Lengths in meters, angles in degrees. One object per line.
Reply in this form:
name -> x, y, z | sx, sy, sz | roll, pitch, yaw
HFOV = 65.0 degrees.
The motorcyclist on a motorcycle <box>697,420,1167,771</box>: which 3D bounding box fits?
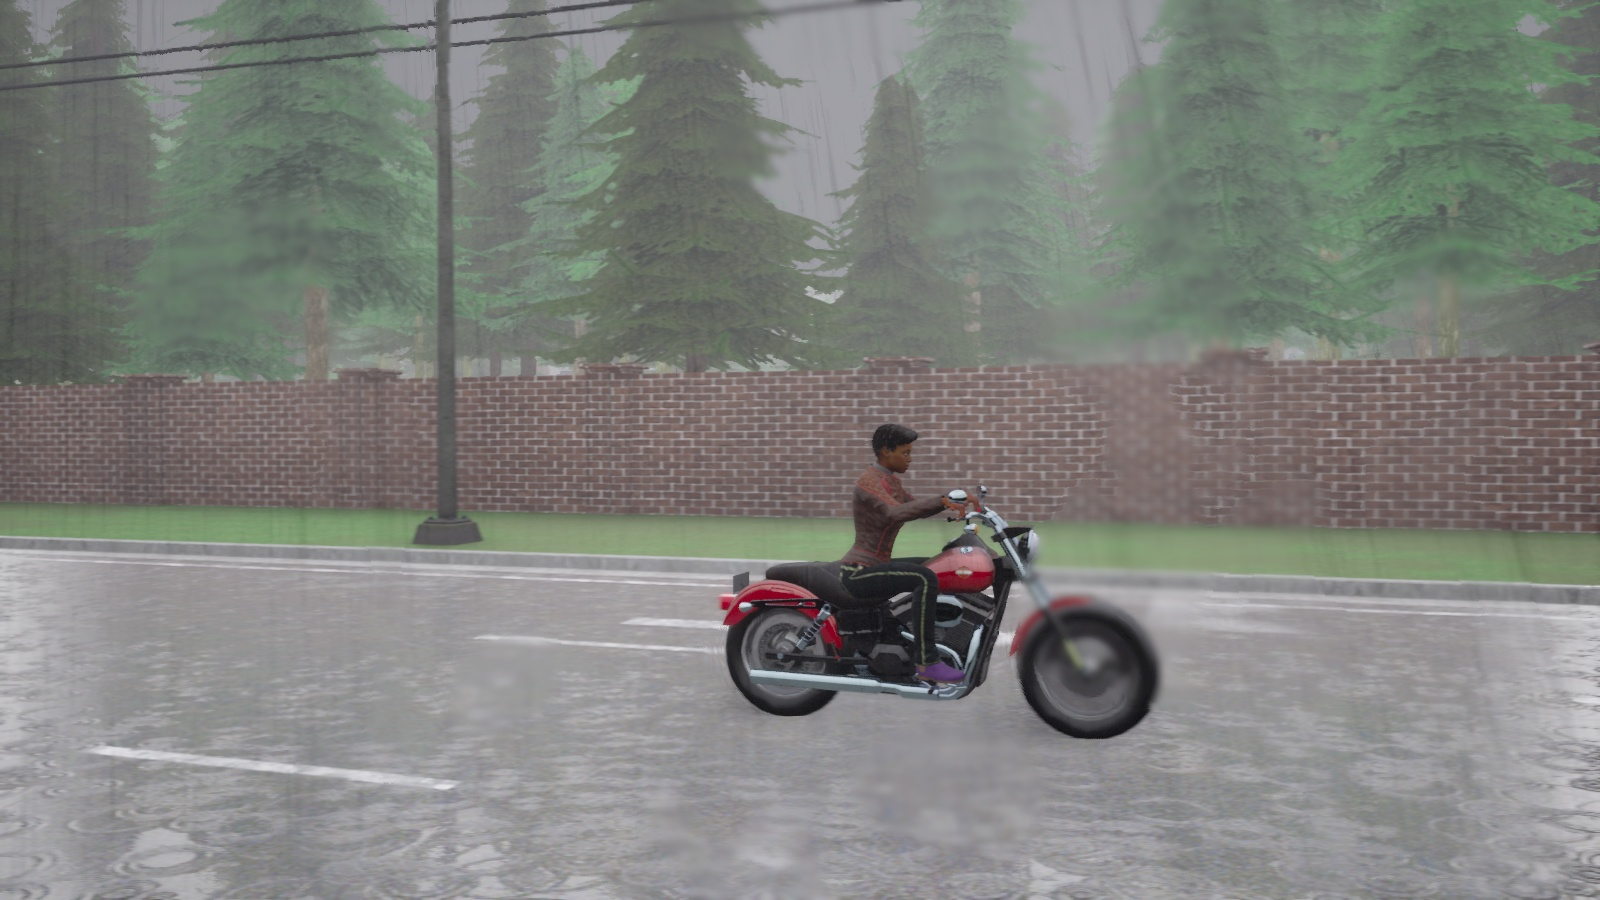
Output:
motorcyclist on a motorcycle -> 0.695, 0.673, 6.651 | 2.350, 1.649, 0.766 | 1, 1, 19
